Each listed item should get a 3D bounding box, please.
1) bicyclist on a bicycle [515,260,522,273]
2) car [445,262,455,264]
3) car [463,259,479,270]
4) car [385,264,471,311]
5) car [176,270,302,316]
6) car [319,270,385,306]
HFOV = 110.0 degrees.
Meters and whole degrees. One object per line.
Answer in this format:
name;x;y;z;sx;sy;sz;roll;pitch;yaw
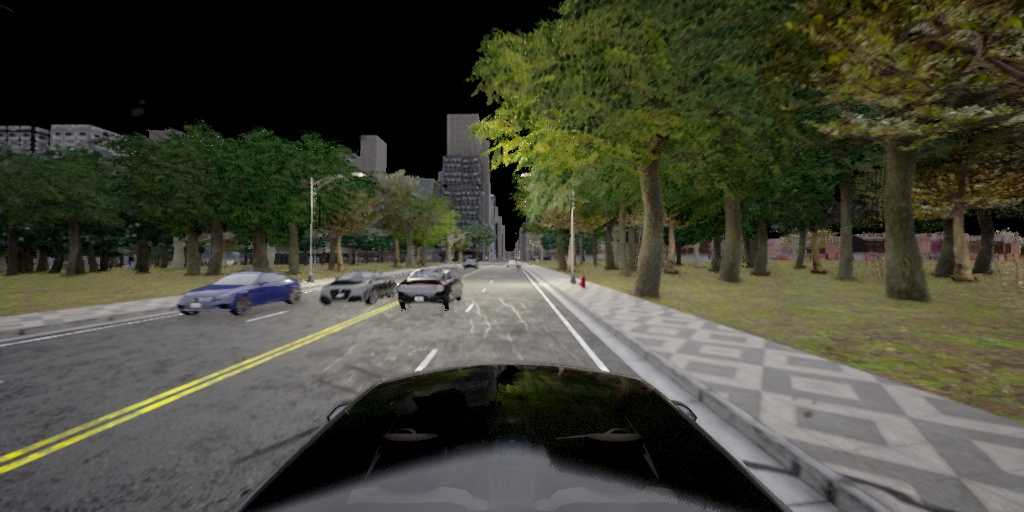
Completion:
bicyclist on a bicycle;0.881;1.281;43.480;0.866;1.612;1.509;0;0;0
car;-9.811;1.504;55.604;1.895;1.301;4.718;0;0;1
car;-6.561;1.265;57.354;2.097;1.767;4.553;0;0;0
car;-3.154;1.249;14.601;2.128;1.511;4.902;0;0;0
car;-9.852;1.281;13.494;1.812;1.442;4.674;0;0;0
car;-6.602;1.322;15.764;1.994;1.385;4.181;0;0;0
